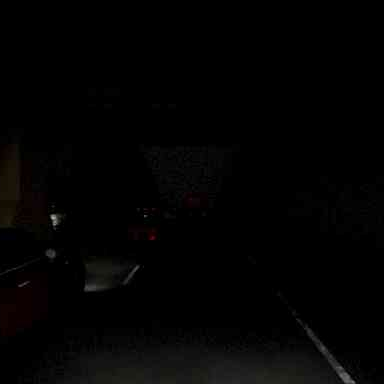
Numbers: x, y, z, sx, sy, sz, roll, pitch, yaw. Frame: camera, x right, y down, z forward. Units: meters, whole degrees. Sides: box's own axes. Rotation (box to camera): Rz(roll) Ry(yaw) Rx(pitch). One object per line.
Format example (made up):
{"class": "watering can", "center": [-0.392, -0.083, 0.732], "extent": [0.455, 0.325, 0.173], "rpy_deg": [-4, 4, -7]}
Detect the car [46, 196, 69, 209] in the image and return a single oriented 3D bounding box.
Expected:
{"class": "car", "center": [-13.647, 1.187, 32.833], "extent": [2.097, 1.767, 4.553], "rpy_deg": [0, 0, 1]}

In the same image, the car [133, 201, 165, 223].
{"class": "car", "center": [-3.057, 1.364, 24.431], "extent": [2.128, 1.511, 4.902], "rpy_deg": [0, 0, 1]}

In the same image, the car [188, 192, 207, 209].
{"class": "car", "center": [0.642, 1.003, 40.672], "extent": [2.150, 2.045, 5.566], "rpy_deg": [0, 0, 2]}

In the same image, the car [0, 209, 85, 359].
{"class": "car", "center": [-3.303, 1.326, 5.135], "extent": [2.097, 1.767, 4.553], "rpy_deg": [0, 0, 1]}
